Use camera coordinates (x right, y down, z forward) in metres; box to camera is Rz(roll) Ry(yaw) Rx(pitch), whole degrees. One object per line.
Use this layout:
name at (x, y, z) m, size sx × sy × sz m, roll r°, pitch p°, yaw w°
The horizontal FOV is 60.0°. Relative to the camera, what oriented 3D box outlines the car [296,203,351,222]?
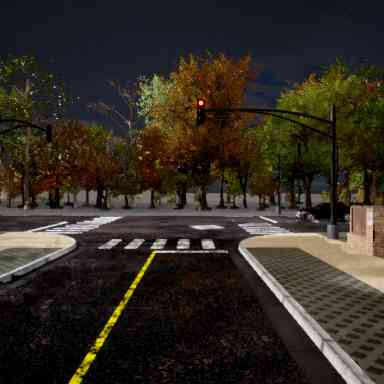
car at (10.649, 1.572, 26.327) m, size 4.674 × 1.442 × 1.812 m, roll 0°, pitch 0°, yaw 0°
